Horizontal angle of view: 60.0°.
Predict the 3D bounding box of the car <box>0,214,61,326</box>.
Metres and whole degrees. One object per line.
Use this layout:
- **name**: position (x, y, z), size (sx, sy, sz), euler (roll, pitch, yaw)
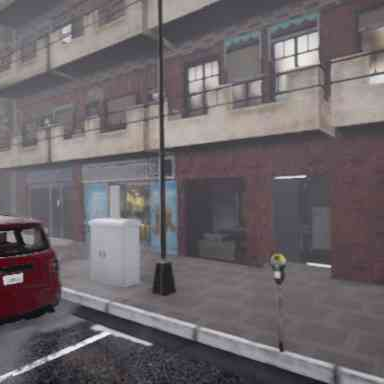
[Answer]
- **car**: position (-4.452, 1.306, 6.076), size (5.009, 1.841, 2.192), euler (0, -1, 36)
